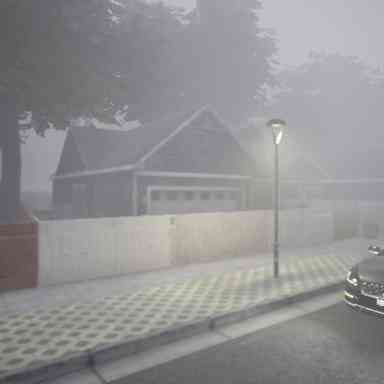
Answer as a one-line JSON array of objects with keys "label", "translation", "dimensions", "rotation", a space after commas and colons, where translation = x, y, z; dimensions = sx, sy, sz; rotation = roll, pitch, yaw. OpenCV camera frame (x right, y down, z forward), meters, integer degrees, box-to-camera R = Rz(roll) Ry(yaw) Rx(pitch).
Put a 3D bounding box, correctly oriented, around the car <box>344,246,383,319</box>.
[{"label": "car", "translation": [4.961, 1.502, 6.597], "dimensions": [4.892, 1.490, 1.837], "rotation": [1, 0, -35]}]
